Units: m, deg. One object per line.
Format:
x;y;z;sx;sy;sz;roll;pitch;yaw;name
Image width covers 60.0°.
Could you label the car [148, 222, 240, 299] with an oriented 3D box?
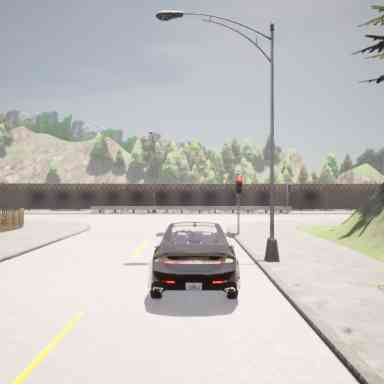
0.067;1.491;8.427;2.128;1.511;4.902;0;0;1;car
